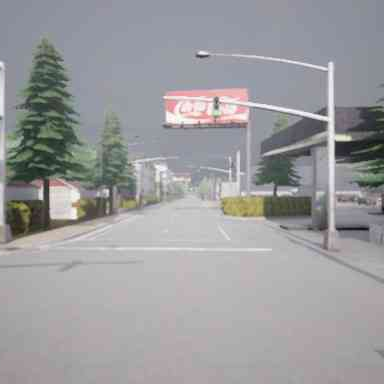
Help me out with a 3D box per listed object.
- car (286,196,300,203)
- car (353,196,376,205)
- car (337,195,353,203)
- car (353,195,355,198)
[{"bbox_3d":[25.897,1.931,85.332,2.152,1.636,5.027,0,0,0],"label":"car"},{"bbox_3d":[35.178,1.900,67.218,2.007,1.523,4.514,0,0,0],"label":"car"},{"bbox_3d":[38.691,1.811,85.307,1.905,1.878,3.866,0,0,0],"label":"car"},{"bbox_3d":[41.598,1.825,85.713,1.932,1.855,4.605,0,0,0],"label":"car"}]
